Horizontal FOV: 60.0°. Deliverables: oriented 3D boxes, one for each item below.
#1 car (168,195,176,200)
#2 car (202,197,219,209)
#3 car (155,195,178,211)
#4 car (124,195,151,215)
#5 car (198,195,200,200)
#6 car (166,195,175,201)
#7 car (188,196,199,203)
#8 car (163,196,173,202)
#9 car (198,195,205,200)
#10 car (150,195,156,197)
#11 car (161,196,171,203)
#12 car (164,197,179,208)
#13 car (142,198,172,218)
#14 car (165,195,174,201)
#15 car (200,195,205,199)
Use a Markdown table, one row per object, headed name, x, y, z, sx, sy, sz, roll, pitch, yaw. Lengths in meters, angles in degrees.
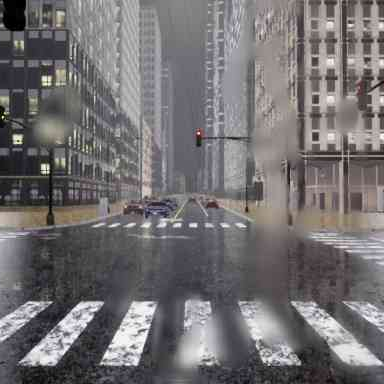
| name | x | y | z | sx | sy | sz | roll | pitch | yaw |
| --- | --- | --- | --- | --- | --- | --- | --- | --- | --- |
| car | -5.694 | 1.605 | 95.121 | 1.947 | 1.339 | 4.313 | 1 | 0 | 0 |
| car | 2.695 | 1.599 | 45.008 | 1.802 | 1.307 | 4.206 | 1 | 0 | 0 |
| car | -3.104 | 1.520 | 40.670 | 1.837 | 1.490 | 4.892 | 0 | 0 | 0 |
| car | -5.680 | 1.453 | 33.794 | 1.967 | 1.590 | 4.097 | 1 | 0 | 0 |
| car | 2.692 | 1.590 | 61.741 | 1.947 | 1.339 | 4.313 | 1 | 0 | 0 |
| car | -5.693 | 1.587 | 89.546 | 2.008 | 1.369 | 4.403 | 1 | 0 | 0 |
| car | 0.071 | 1.574 | 70.510 | 2.033 | 1.411 | 5.357 | 0 | 0 | 0 |
| car | -5.690 | 1.582 | 78.395 | 2.008 | 1.369 | 4.403 | 1 | 0 | 0 |
| car | 2.687 | 1.584 | 95.204 | 1.887 | 1.381 | 4.507 | 1 | 0 | 0 |
| car | -5.680 | 1.332 | 44.945 | 2.192 | 1.841 | 5.009 | 1 | 0 | 0 |
| car | -5.689 | 1.573 | 72.820 | 1.887 | 1.381 | 4.507 | 1 | 0 | 0 |
| car | -3.105 | 1.567 | 51.058 | 2.033 | 1.411 | 5.357 | 0 | 0 | 0 |
| car | -3.104 | 1.537 | 30.328 | 1.812 | 1.442 | 4.674 | 0 | 0 | 0 |
| car | -5.692 | 1.578 | 83.970 | 1.887 | 1.381 | 4.507 | 1 | 0 | 0 |
| car | 2.695 | 1.547 | 56.334 | 1.752 | 1.417 | 4.829 | 1 | 0 | 0 |
